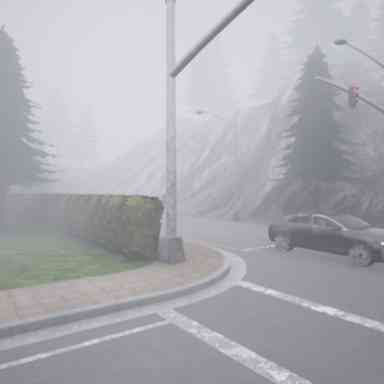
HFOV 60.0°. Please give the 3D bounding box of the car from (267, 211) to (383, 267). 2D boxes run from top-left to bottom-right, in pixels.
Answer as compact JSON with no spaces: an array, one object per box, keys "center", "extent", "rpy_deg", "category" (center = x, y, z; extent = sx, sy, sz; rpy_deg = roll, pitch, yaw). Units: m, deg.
[{"center":[4.801,1.437,11.404],"extent":[2.128,1.511,4.902],"rpy_deg":[0,0,-34],"category":"car"}]
